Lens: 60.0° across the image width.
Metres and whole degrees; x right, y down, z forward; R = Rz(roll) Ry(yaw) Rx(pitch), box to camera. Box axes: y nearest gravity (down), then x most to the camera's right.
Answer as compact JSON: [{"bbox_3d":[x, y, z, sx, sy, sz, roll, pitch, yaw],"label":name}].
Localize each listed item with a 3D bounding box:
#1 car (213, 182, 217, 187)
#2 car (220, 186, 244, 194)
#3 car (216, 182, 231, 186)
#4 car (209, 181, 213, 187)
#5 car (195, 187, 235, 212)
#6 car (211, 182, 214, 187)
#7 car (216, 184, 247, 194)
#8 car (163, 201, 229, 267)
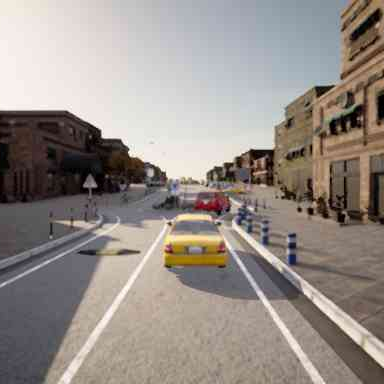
[{"bbox_3d":[8.006,-0.918,72.450,5.566,2.045,2.435,0,3,-1],"label":"car"},{"bbox_3d":[8.054,-0.362,66.960,4.674,1.452,2.002,0,3,-1],"label":"car"},{"bbox_3d":[7.982,-0.662,69.703,4.553,1.767,2.185,0,3,-1],"label":"car"},{"bbox_3d":[7.759,-1.377,88.981,5.008,1.535,2.097,0,2,-1],"label":"car"},{"bbox_3d":[1.905,0.867,28.858,2.150,2.045,5.566,0,2,18],"label":"car"},{"bbox_3d":[7.835,-1.154,83.474,4.892,1.521,2.231,0,2,-1],"label":"car"},{"bbox_3d":[7.902,-0.267,64.201,5.366,1.575,1.946,0,3,-1],"label":"car"},{"bbox_3d":[0.081,1.355,11.047,1.801,1.575,5.366,0,2,0],"label":"car"}]
